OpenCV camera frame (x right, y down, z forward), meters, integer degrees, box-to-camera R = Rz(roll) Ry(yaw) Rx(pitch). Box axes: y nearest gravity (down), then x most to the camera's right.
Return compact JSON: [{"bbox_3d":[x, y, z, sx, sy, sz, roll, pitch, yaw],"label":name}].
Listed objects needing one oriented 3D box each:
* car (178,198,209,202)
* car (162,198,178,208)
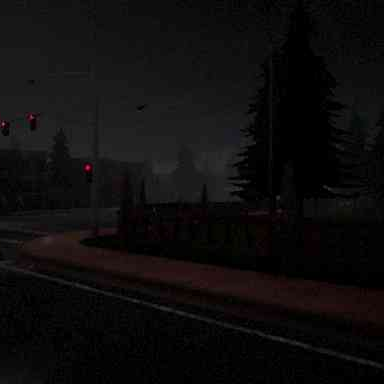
[{"bbox_3d":[0.739,1.518,43.748,1.882,1.535,5.008,0,0,35],"label":"car"},{"bbox_3d":[-2.112,1.518,45.778,1.882,1.535,5.008,0,0,35],"label":"car"}]
